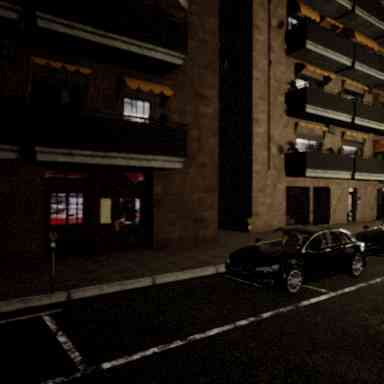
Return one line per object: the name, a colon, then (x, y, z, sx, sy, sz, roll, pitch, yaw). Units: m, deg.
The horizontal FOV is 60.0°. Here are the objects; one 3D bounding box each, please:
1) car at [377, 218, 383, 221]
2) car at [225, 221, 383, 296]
car: (7.410, 1.554, 11.844, 4.403, 1.369, 2.008, 0, 0, -35)
car: (2.821, 1.553, 8.570, 4.403, 1.369, 2.008, 0, 0, -35)
